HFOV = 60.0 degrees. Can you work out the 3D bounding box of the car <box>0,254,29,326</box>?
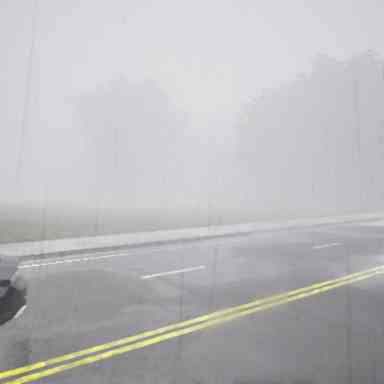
[{"bbox_3d":[-4.818,1.502,4.240,4.902,1.511,2.128,0,0,-35],"label":"car"}]
